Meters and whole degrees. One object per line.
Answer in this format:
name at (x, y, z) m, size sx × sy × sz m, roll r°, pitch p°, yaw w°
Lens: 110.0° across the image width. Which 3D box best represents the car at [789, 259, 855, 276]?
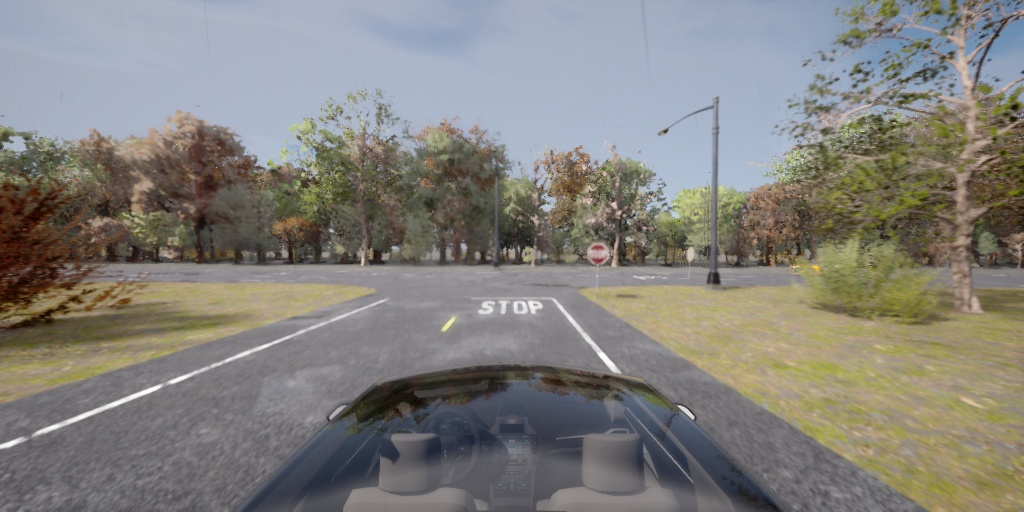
car at (27.451, 1.027, 31.811) m, size 5.008 × 1.535 × 1.882 m, roll -1°, pitch 1°, yaw 0°
